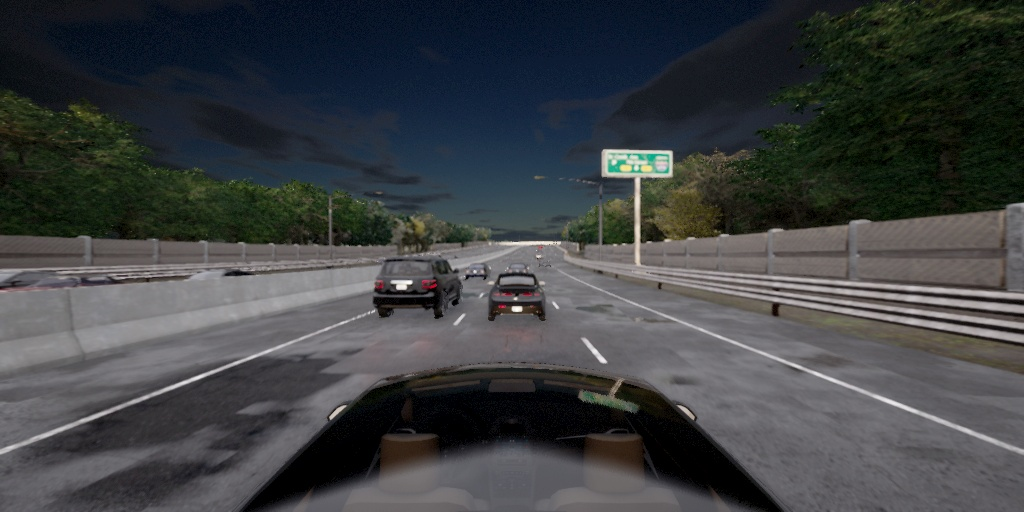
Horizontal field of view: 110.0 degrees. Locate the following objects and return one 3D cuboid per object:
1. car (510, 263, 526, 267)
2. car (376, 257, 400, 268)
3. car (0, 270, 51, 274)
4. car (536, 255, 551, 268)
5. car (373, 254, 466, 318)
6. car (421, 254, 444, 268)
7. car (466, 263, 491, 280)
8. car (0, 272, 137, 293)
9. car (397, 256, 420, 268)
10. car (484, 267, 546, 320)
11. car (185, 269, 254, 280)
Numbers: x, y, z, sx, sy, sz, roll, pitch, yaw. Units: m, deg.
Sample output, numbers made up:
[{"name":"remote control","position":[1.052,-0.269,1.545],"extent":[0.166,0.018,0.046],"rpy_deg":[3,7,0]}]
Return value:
[{"name":"car","position":[0.521,1.336,32.199],"extent":[2.033,1.411,5.357],"rpy_deg":[0,0,2]},{"name":"car","position":[-19.710,0.997,57.371],"extent":[1.882,1.535,5.008],"rpy_deg":[0,1,3]},{"name":"car","position":[-21.003,1.348,15.113],"extent":[1.812,1.442,4.674],"rpy_deg":[0,0,1]},{"name":"car","position":[4.551,0.952,50.689],"extent":[1.812,1.442,4.674],"rpy_deg":[0,1,2]},{"name":"car","position":[-3.324,1.047,13.567],"extent":[2.150,2.045,5.566],"rpy_deg":[0,0,1]},{"name":"car","position":[-12.694,0.731,57.801],"extent":[2.150,2.045,5.566],"rpy_deg":[0,1,3]},{"name":"car","position":[-2.985,1.336,32.069],"extent":[2.033,1.411,5.357],"rpy_deg":[0,0,2]},{"name":"car","position":[-17.520,1.422,14.094],"extent":[1.895,1.301,4.718],"rpy_deg":[0,0,1]},{"name":"car","position":[-16.251,0.883,56.579],"extent":[2.097,1.767,4.553],"rpy_deg":[0,1,3]},{"name":"car","position":[0.174,1.330,13.052],"extent":[1.837,1.490,4.892],"rpy_deg":[0,0,1]},{"name":"car","position":[-13.980,1.354,17.014],"extent":[1.812,1.442,4.674],"rpy_deg":[0,0,1]}]
